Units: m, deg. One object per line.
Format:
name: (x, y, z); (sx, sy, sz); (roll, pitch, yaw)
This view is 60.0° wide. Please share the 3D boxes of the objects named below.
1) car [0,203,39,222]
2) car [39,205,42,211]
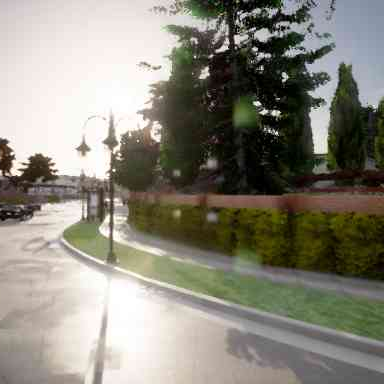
car: (-16.031, 1.916, 30.615); (2.033, 1.411, 5.357); (0, -1, -12)
car: (-23.716, 2.252, 49.055); (1.895, 1.301, 4.718); (0, -1, -12)
